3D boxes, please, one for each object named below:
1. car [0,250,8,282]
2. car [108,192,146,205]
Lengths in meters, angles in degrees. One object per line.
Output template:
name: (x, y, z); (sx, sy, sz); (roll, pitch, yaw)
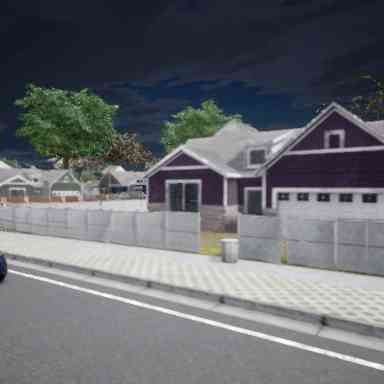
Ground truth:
car: (-6.574, 1.615, 8.484); (4.181, 1.385, 1.994); (0, 0, 34)
car: (-8.234, 1.045, 42.410); (2.150, 2.045, 5.566); (1, 1, 33)
